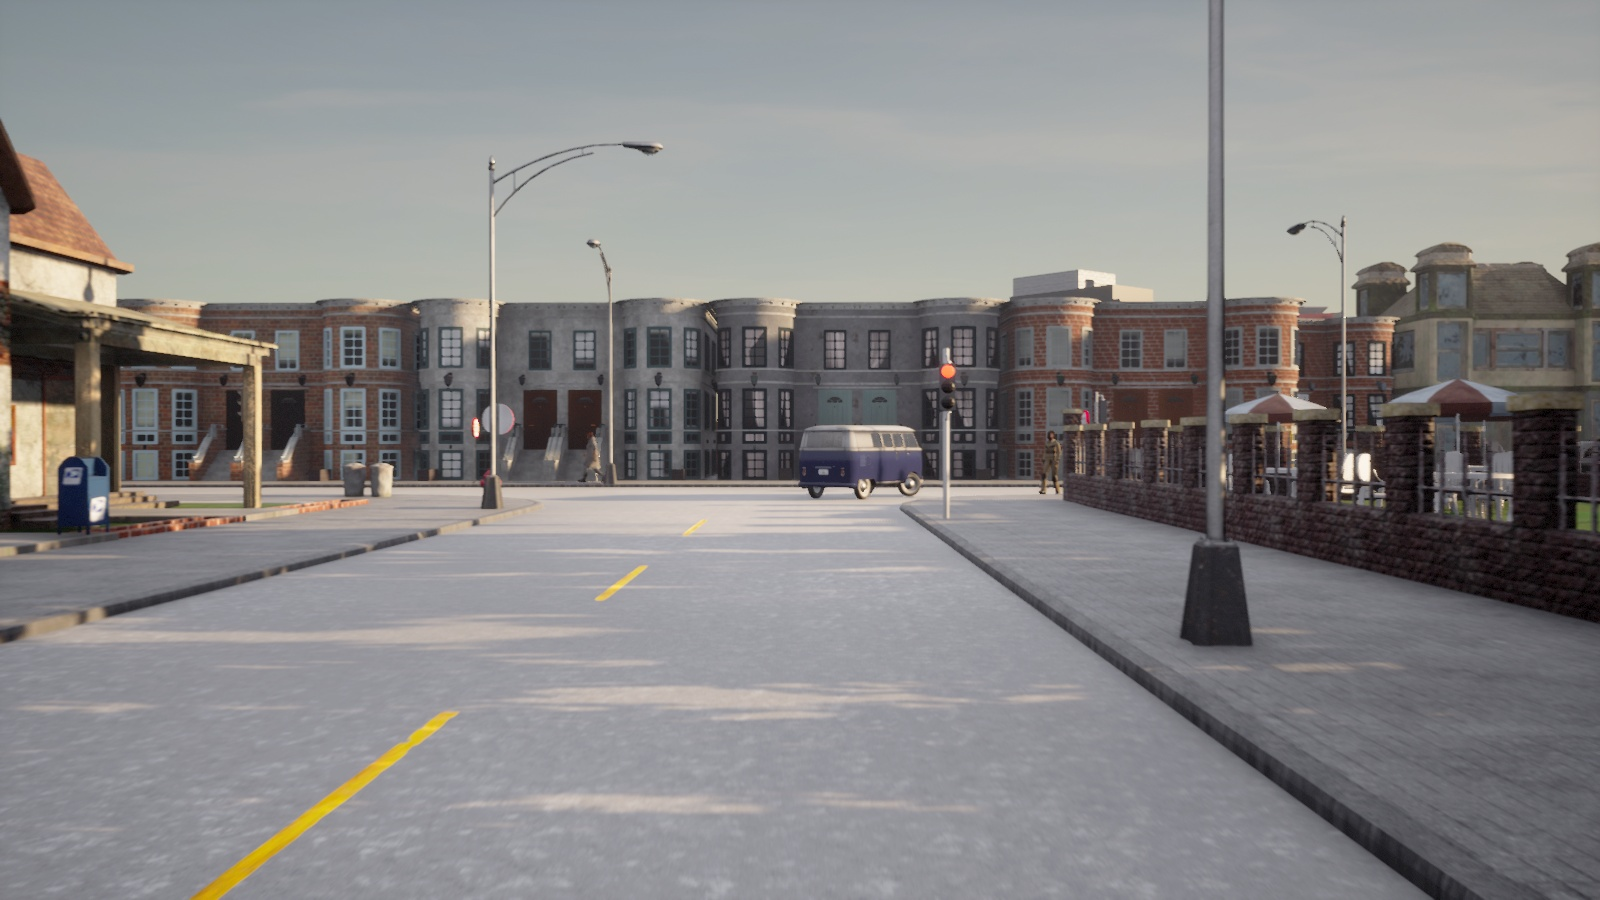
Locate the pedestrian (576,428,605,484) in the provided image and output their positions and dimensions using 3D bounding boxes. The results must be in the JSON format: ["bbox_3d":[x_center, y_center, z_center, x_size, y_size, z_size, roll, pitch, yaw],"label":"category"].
[{"bbox_3d":[-7.321,0.203,43.807,0.873,1.952,0.659,0,0,3],"label":"pedestrian"}]

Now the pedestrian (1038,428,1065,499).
[{"bbox_3d":[6.881,0.358,34.380,0.692,1.930,0.396,0,0,-44],"label":"pedestrian"}]

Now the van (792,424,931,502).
[{"bbox_3d":[1.754,0.307,34.336,1.775,1.987,4.442,0,0,34],"label":"van"}]

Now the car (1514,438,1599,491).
[{"bbox_3d":[25.149,0.441,39.799,3.988,1.617,1.851,0,0,0],"label":"car"}]
